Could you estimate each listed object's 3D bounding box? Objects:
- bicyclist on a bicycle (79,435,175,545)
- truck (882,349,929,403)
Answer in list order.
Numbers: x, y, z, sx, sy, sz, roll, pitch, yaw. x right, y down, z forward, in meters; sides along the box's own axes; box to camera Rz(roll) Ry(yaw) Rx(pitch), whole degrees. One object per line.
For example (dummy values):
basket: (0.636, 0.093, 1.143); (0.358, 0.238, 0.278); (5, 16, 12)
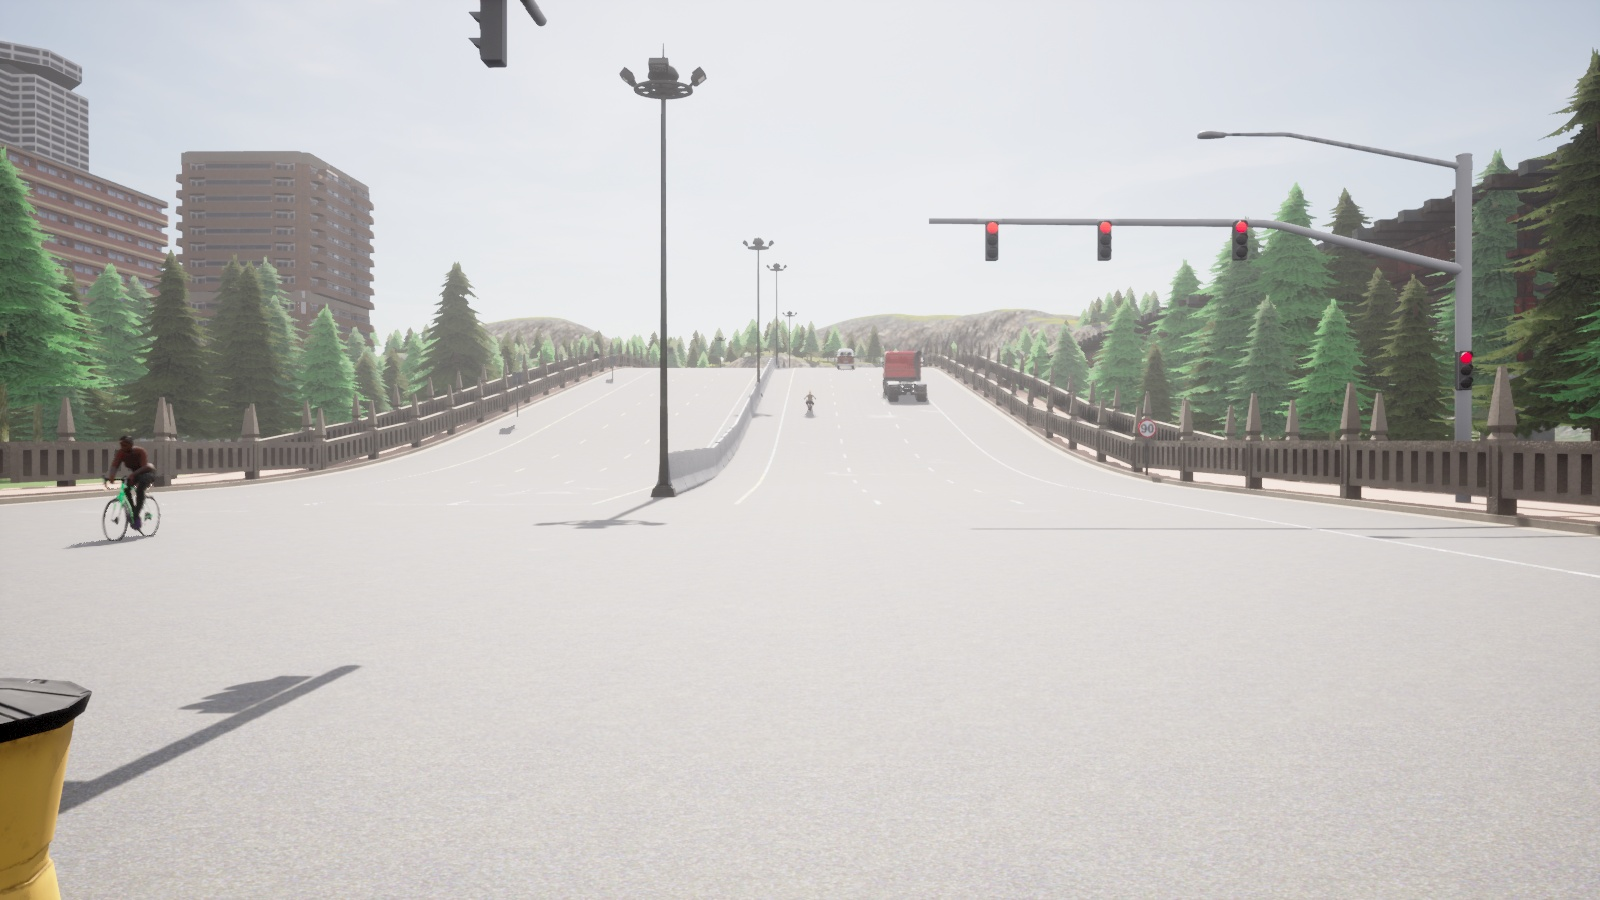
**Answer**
bicyclist on a bicycle: (-10.373, 0.581, 19.427); (0.582, 1.620, 1.656); (0, 1, 0)
truck: (7.796, -5.597, 93.745); (2.891, 3.462, 7.936); (0, 8, 1)
